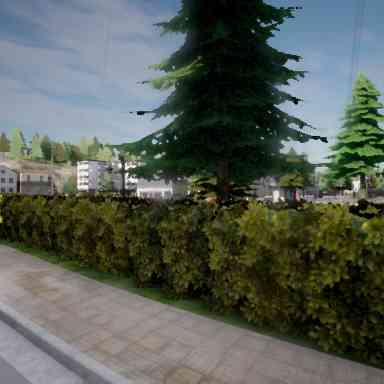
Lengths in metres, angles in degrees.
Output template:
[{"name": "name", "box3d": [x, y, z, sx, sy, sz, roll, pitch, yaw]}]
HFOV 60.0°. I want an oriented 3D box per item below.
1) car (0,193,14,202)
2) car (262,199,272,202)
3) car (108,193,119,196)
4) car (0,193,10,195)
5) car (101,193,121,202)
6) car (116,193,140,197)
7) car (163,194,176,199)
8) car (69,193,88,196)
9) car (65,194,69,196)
[{"name": "car", "box3d": [-41.101, 1.097, 71.348, 4.605, 1.855, 1.932, 0, 0, -45]}, {"name": "car", "box3d": [9.908, 1.478, 44.353, 5.008, 1.535, 1.882, 0, 0, -45]}, {"name": "car", "box3d": [-15.205, 1.097, 70.344, 4.605, 1.855, 1.932, 0, 0, -45]}, {"name": "car", "box3d": [-23.122, 1.330, 40.952, 5.027, 1.636, 2.152, 0, 0, -45]}, {"name": "car", "box3d": [-17.533, 1.077, 72.131, 3.866, 1.878, 1.905, 0, 0, -45]}, {"name": "car", "box3d": [-9.685, 1.384, 53.909, 3.806, 1.475, 1.970, 0, 0, -45]}, {"name": "car", "box3d": [-2.229, 1.221, 37.447, 5.566, 2.045, 2.150, 0, 0, -45]}, {"name": "car", "box3d": [-26.486, 1.154, 81.271, 5.027, 1.636, 2.152, 0, 0, -45]}, {"name": "car", "box3d": [-31.208, 1.232, 85.629, 3.806, 1.475, 1.970, 0, 0, -45]}]
